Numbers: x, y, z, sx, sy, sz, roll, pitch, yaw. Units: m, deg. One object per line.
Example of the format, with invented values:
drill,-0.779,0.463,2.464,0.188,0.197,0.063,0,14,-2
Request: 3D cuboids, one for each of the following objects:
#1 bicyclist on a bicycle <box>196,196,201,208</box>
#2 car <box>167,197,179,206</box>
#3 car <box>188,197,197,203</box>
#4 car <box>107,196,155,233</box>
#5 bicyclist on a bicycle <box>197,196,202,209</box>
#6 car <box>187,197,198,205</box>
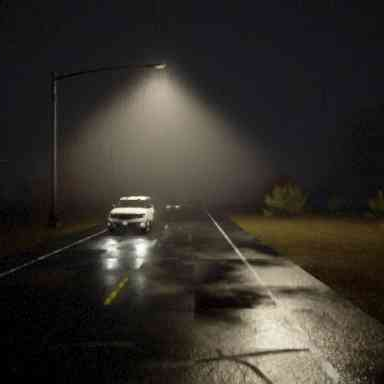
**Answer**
bicyclist on a bicycle,1.030,1.543,51.427,0.659,1.776,1.843,0,0,0
car,-3.467,1.671,60.836,1.882,1.535,5.008,0,0,1
car,0.097,1.773,75.294,1.994,1.385,4.181,0,0,0
car,-3.572,1.304,20.517,2.150,2.045,5.566,0,0,0
bicyclist on a bicycle,1.017,1.606,43.645,0.582,1.620,1.656,0,0,0
car,0.121,1.760,61.662,1.994,1.385,4.181,0,0,1
